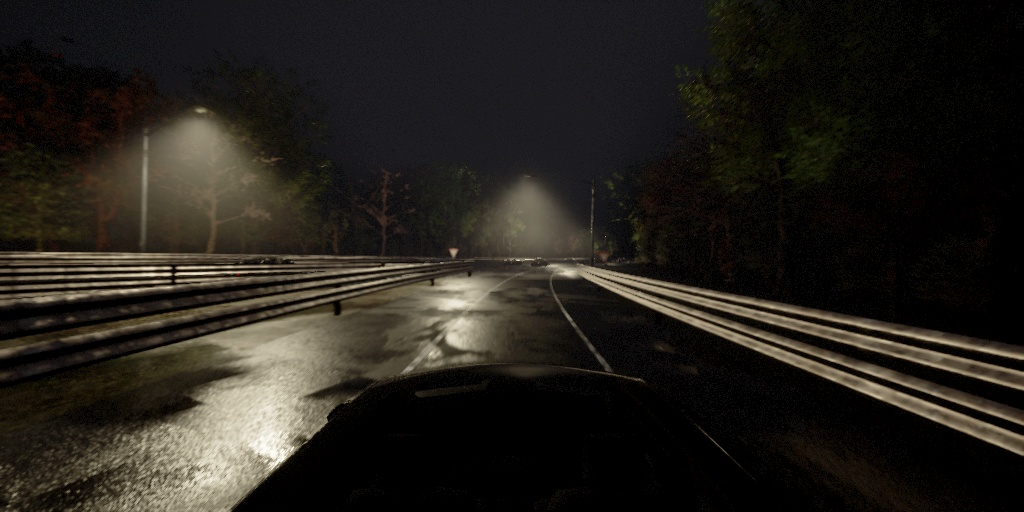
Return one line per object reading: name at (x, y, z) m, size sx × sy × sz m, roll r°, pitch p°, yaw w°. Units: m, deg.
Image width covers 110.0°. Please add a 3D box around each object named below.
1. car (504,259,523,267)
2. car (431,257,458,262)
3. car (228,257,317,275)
car at (0.294, 1.208, 63.780) m, size 1.895 × 1.301 × 4.718 m, roll 2°, pitch 0°, yaw 24°
car at (-9.385, 0.911, 50.809) m, size 2.033 × 1.411 × 5.357 m, roll 2°, pitch 0°, yaw 24°
car at (-14.603, 0.845, 22.187) m, size 1.837 × 1.490 × 4.892 m, roll 2°, pitch 0°, yaw 24°
